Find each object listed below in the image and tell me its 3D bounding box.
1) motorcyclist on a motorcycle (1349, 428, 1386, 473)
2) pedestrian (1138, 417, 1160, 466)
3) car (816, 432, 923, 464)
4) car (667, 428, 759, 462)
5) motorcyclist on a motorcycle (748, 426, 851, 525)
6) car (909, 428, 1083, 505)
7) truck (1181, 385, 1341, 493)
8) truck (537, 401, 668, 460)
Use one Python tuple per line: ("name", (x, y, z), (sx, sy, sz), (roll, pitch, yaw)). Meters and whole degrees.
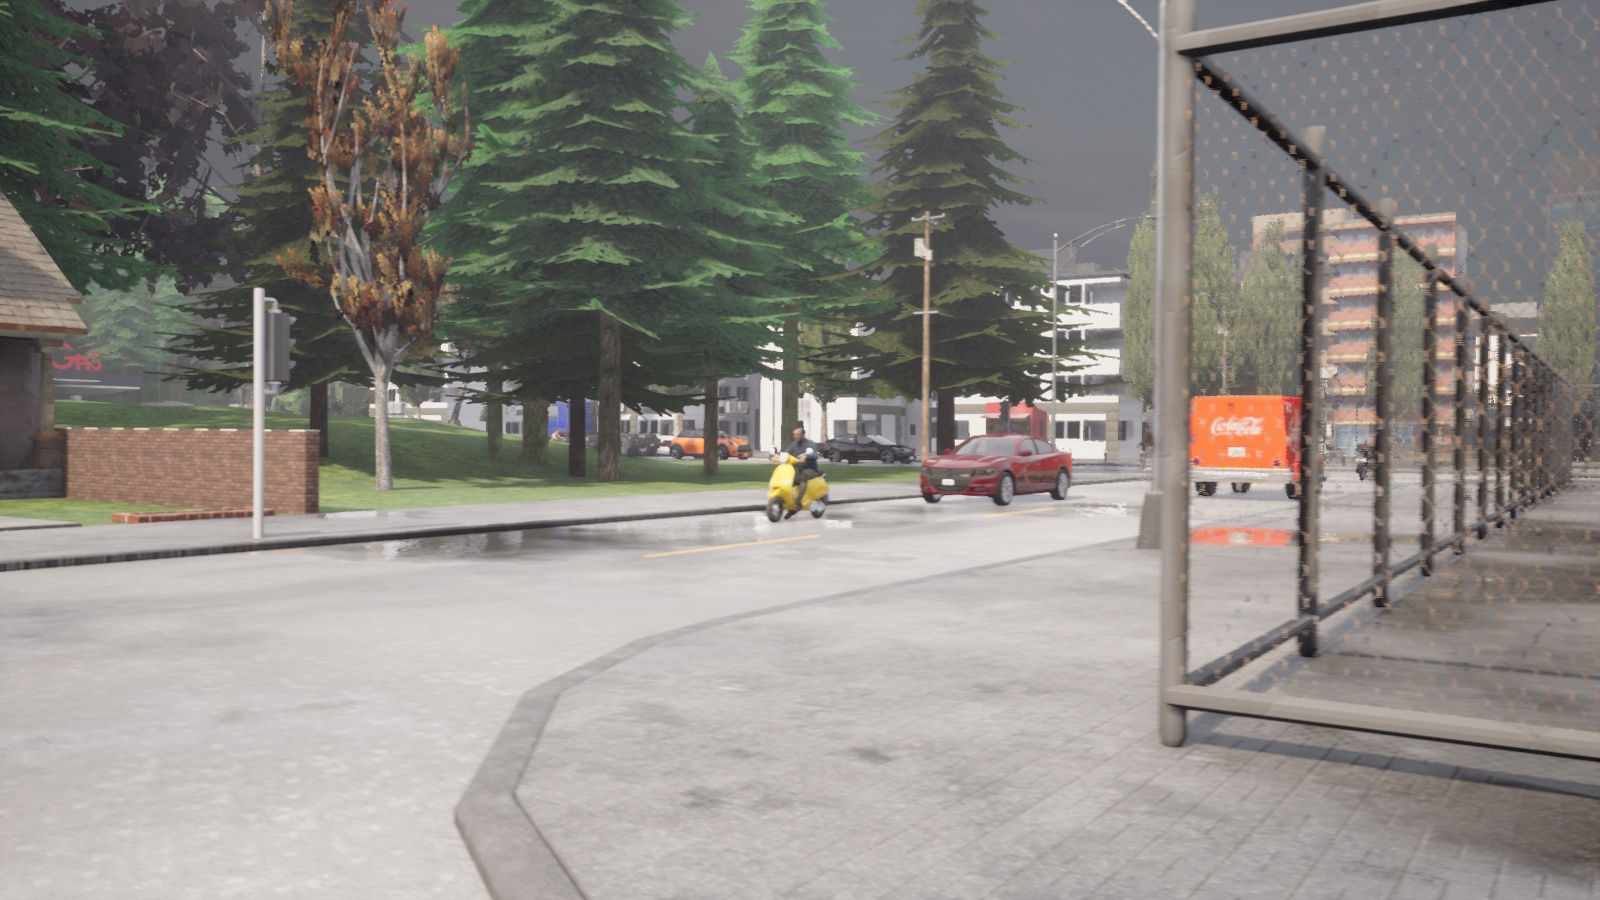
("motorcyclist on a motorcycle", (19.833, -0.001, 43.891), (0.866, 1.530, 2.191), (0, 1, 33))
("pedestrian", (13.277, -0.320, 47.786), (0.703, 1.840, 0.431), (0, 1, 38))
("car", (3.366, -0.123, 61.386), (4.792, 1.488, 2.163), (0, 1, 34))
("car", (-4.640, -0.263, 66.662), (4.553, 1.767, 2.097), (0, 1, 34))
("motorcyclist on a motorcycle", (0.010, 0.401, 21.180), (0.866, 1.590, 1.817), (0, 1, 33))
("car", (4.463, 0.295, 27.885), (1.882, 1.535, 5.008), (0, 1, 34))
("truck", (11.656, -0.285, 31.506), (2.627, 2.467, 5.204), (0, 1, 34))
("truck", (-12.042, -1.166, 76.354), (7.936, 3.462, 2.891), (0, 1, 34))
